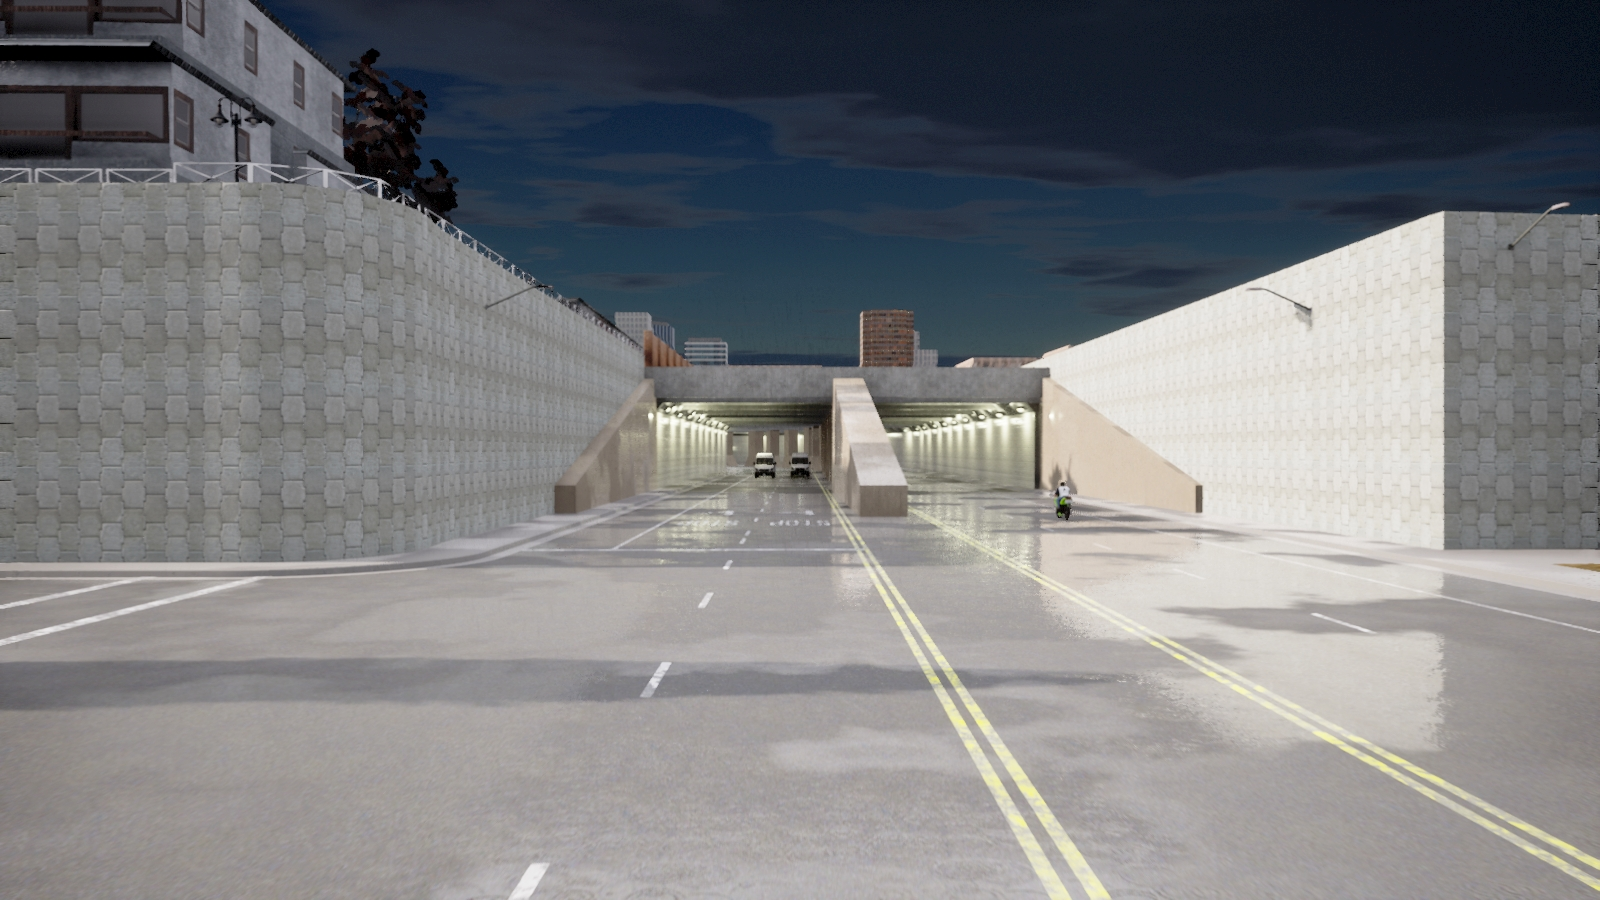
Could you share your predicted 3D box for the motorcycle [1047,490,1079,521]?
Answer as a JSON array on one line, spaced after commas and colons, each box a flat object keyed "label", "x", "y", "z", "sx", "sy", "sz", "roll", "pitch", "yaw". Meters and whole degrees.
[{"label": "motorcycle", "x": 10.481, "y": 2.211, "z": 45.564, "sx": 0.803, "sy": 1.145, "sz": 2.033, "roll": 0, "pitch": 0, "yaw": 0}]
